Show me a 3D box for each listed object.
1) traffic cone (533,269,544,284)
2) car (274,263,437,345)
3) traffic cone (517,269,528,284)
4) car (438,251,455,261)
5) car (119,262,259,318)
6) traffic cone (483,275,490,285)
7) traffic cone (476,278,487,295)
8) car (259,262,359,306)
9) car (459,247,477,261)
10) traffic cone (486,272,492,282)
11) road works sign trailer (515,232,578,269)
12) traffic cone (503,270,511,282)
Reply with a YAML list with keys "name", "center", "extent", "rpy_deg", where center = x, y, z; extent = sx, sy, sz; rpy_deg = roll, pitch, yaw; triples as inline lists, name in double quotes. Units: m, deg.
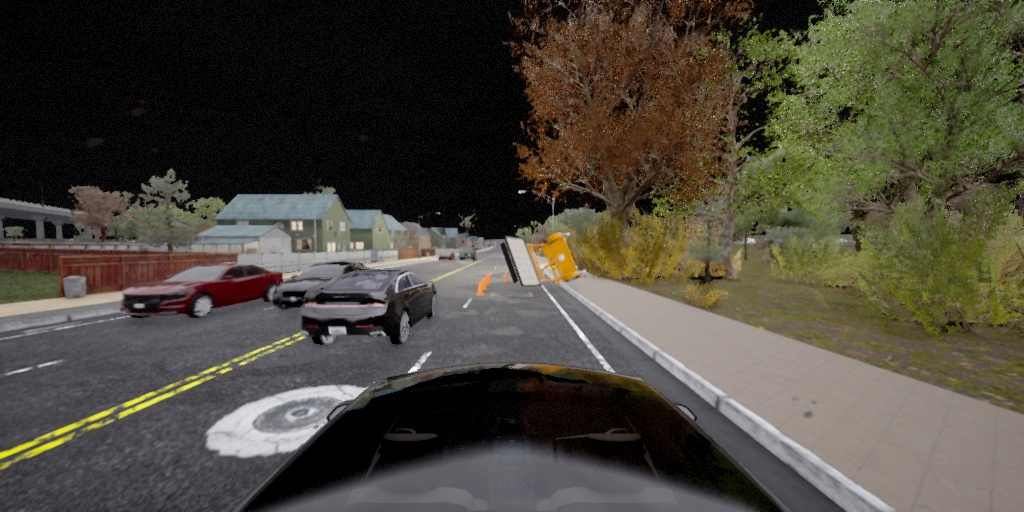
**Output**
- name: "traffic cone"
  center: [1.612, 1.246, 21.586]
  extent: [0.340, 0.580, 0.340]
  rpy_deg: [0, 0, 0]
- name: "car"
  center: [-3.151, 1.075, 8.891]
  extent: [2.128, 1.511, 4.902]
  rpy_deg: [0, 1, 0]
- name: "traffic cone"
  center: [0.612, 1.246, 21.587]
  extent: [0.340, 0.580, 0.340]
  rpy_deg: [0, 0, 0]
- name: "car"
  center: [-9.837, -0.015, 54.363]
  extent: [1.882, 1.535, 5.008]
  rpy_deg: [0, 2, 0]
- name: "car"
  center: [-9.852, 0.991, 11.964]
  extent: [1.882, 1.535, 5.008]
  rpy_deg: [0, 1, 0]
- name: "traffic cone"
  center: [-1.386, 1.339, 17.587]
  extent: [0.340, 0.580, 0.340]
  rpy_deg: [0, 0, 0]
- name: "traffic cone"
  center: [-1.385, 1.385, 15.588]
  extent: [0.340, 0.580, 0.340]
  rpy_deg: [0, 0, 0]
- name: "car"
  center: [-6.602, 0.989, 13.231]
  extent: [1.837, 1.490, 4.892]
  rpy_deg: [0, 1, 0]
- name: "car"
  center: [-6.589, -0.267, 54.138]
  extent: [2.150, 2.045, 5.566]
  rpy_deg: [0, 1, 0]
- name: "traffic cone"
  center: [-1.386, 1.292, 19.587]
  extent: [0.340, 0.580, 0.340]
  rpy_deg: [0, 0, 0]
- name: "road works sign trailer"
  center: [2.138, -1.332, 17.819]
  extent: [2.880, 3.560, 2.380]
  rpy_deg: [0, 0, -41]
- name: "traffic cone"
  center: [-0.387, 1.246, 21.586]
  extent: [0.340, 0.580, 0.340]
  rpy_deg: [0, 0, 0]
